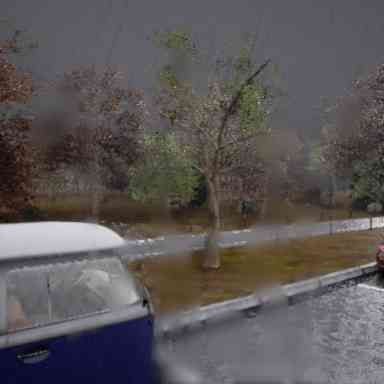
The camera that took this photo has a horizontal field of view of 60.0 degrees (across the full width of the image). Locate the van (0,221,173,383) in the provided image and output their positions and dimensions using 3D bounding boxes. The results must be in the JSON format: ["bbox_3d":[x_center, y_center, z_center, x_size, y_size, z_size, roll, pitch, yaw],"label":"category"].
[{"bbox_3d":[-2.244,1.283,2.450,4.442,1.987,1.878,0,0,-33],"label":"van"}]

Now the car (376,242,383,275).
[{"bbox_3d":[6.687,1.492,8.824,4.674,1.452,2.002,0,0,-35],"label":"car"}]
